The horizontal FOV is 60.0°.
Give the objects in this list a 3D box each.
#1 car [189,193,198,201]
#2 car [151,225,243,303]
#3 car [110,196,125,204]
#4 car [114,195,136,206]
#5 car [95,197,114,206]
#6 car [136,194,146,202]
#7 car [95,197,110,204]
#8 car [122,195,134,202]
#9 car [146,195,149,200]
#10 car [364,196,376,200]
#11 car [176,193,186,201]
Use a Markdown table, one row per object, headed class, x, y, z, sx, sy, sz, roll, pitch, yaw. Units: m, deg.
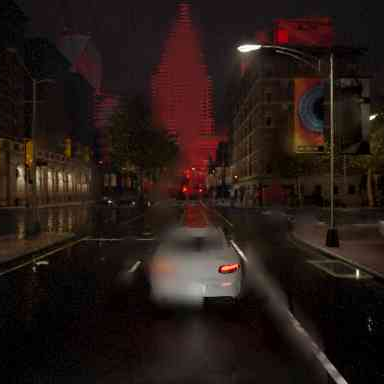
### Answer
| class | x | y | z | sx | sy | sz | roll | pitch | yaw |
| --- | --- | --- | --- | --- | --- | --- | --- | --- | --- |
| car | 0.385 | 1.355 | 86.889 | 2.097 | 1.767 | 4.553 | 0 | 0 | 0 |
| car | 0.112 | 1.526 | 8.113 | 1.812 | 1.442 | 4.674 | 0 | 0 | 1 |
| car | -14.723 | 1.505 | 66.316 | 1.837 | 1.490 | 4.892 | 0 | 0 | 1 |
| car | -11.334 | 1.478 | 56.713 | 1.882 | 1.535 | 5.008 | 0 | 0 | 0 |
| car | -14.833 | 1.547 | 56.777 | 2.033 | 1.411 | 5.357 | 0 | 0 | 0 |
| car | -11.225 | 1.547 | 66.526 | 2.033 | 1.411 | 5.357 | 0 | 0 | 1 |
| car | -17.954 | 1.595 | 66.861 | 1.895 | 1.301 | 4.718 | 0 | 0 | 0 |
| car | -14.661 | 1.478 | 76.730 | 1.882 | 1.535 | 5.008 | 0 | 0 | 0 |
| car | -11.160 | 1.355 | 76.746 | 2.097 | 1.767 | 4.553 | 0 | 0 | 0 |
| car | 34.746 | 1.481 | 68.020 | 2.231 | 1.521 | 4.892 | 0 | 0 | 0 |
| car | -3.113 | 1.553 | 87.286 | 1.994 | 1.385 | 4.181 | 0 | 0 | 0 |
